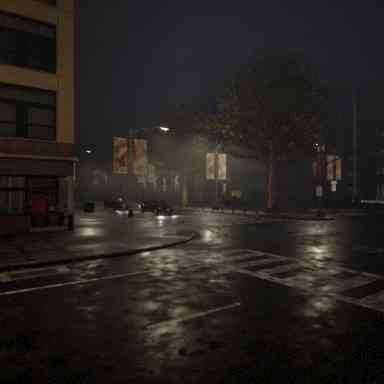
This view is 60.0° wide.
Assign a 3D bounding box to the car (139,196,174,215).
[{"bbox_3d":[-3.689,1.505,33.934,1.837,1.490,4.892,0,0,-36],"label":"car"}]

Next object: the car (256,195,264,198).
[{"bbox_3d":[17.668,1.463,83.113,1.895,1.301,4.718,0,0,-36],"label":"car"}]

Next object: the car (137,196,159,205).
[{"bbox_3d":[-8.022,1.505,59.875,1.837,1.490,4.892,0,0,-36],"label":"car"}]

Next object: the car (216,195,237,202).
[{"bbox_3d":[8.006,1.413,76.680,2.161,1.482,4.786,0,0,-36],"label":"car"}]

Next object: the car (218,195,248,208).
[{"bbox_3d":[5.706,1.477,46.892,1.882,1.535,5.008,0,0,-36],"label":"car"}]

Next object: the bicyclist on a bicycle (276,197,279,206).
[{"bbox_3d":[12.657,1.300,50.568,1.656,1.620,0.582,0,0,-36],"label":"bicyclist on a bicycle"}]

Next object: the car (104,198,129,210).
[{"bbox_3d":[-9.662,1.492,42.307,2.128,1.511,4.902,0,0,-36],"label":"car"}]

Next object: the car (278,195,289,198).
[{"bbox_3d":[18.470,1.320,69.180,2.002,1.452,4.674,0,0,-36],"label":"car"}]
